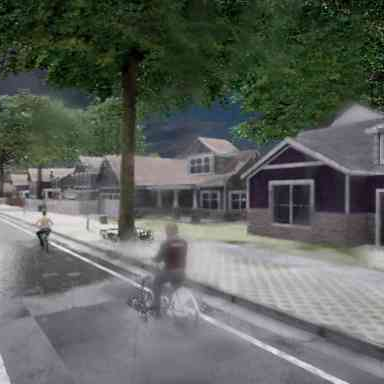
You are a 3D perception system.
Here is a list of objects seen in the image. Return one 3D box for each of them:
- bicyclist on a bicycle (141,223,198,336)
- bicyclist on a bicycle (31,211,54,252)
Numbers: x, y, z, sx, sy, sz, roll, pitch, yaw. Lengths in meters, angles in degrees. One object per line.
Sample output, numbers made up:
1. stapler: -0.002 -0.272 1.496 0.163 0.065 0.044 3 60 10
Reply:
1. bicyclist on a bicycle: -0.463 1.419 5.801 0.659 1.776 1.843 0 0 -36
2. bicyclist on a bicycle: -5.966 1.554 13.371 0.866 1.612 1.509 0 -1 -36
